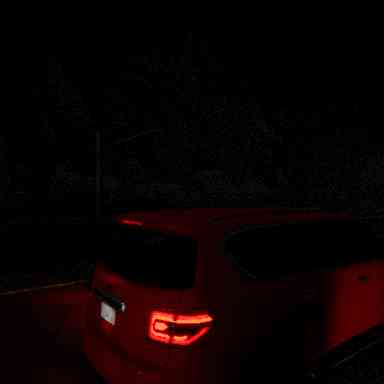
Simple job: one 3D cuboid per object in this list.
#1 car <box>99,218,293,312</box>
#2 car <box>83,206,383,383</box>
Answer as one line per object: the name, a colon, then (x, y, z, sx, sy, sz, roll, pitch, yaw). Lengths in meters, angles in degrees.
car: (0.273, 1.523, 8.301, 4.674, 1.442, 1.812, 0, 0, -35)
car: (1.344, 1.219, 4.736, 5.566, 2.045, 2.150, 0, 0, -38)
